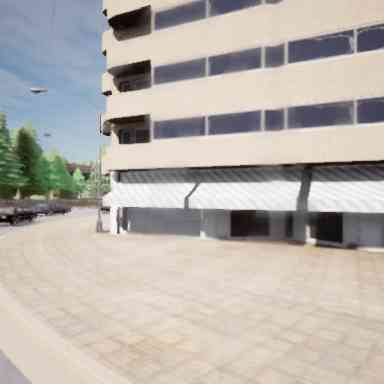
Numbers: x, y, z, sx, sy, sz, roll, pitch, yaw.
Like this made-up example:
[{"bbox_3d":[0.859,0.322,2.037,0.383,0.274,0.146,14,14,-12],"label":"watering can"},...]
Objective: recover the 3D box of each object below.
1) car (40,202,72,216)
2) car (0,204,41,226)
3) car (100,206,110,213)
[{"bbox_3d":[-15.603,1.852,36.657,2.033,1.411,5.357,0,-1,15],"label":"car"},{"bbox_3d":[-13.599,1.794,25.172,1.895,1.301,4.718,0,-1,-2],"label":"car"},{"bbox_3d":[-9.702,1.998,42.196,1.895,1.301,4.718,0,-1,24],"label":"car"}]
